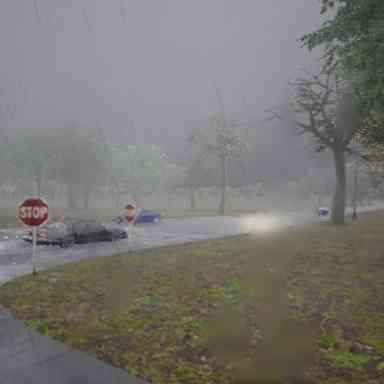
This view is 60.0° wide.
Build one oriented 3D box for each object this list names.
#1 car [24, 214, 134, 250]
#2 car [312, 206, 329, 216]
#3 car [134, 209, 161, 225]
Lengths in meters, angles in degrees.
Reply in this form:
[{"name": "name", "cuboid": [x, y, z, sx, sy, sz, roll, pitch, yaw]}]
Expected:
[{"name": "car", "cuboid": [-5.930, 2.124, 17.661, 2.033, 1.411, 5.357, 1, -1, 36]}, {"name": "car", "cuboid": [23.880, 3.550, 60.784, 1.882, 1.535, 5.008, 1, -1, 29]}, {"name": "car", "cuboid": [-4.978, 2.296, 30.958, 1.882, 1.535, 5.008, 1, -1, 36]}]
